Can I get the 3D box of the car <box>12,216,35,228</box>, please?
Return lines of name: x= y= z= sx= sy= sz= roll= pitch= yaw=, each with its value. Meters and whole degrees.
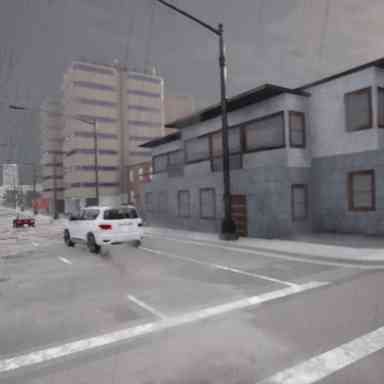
car: x=-19.068 y=3.336 z=37.577 sx=1.895 sy=1.301 sz=4.718 roll=-2 pitch=-2 yaw=-34

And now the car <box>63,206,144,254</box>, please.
car: x=-4.407 y=1.709 z=16.048 sx=2.150 sy=2.045 sz=5.566 roll=0 pitch=-2 yaw=-37
